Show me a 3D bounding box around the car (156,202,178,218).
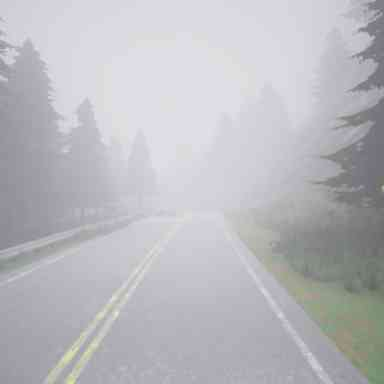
[{"bbox_3d":[-2.363,1.703,32.470,1.812,1.442,4.674,0,0,1],"label":"car"}]
